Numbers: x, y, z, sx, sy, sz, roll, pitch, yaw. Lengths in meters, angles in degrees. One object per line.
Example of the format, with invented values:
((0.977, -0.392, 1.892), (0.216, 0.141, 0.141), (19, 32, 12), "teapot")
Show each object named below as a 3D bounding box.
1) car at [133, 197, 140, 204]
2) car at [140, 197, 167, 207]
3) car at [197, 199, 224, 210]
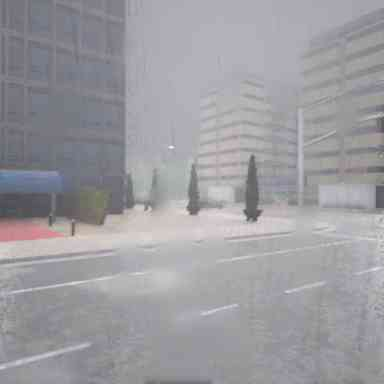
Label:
((-9.608, 1.652, 63.572), (1.837, 1.490, 4.892), (0, -1, -35), "car")
((-5.652, 1.610, 51.648), (2.128, 1.511, 4.902), (0, 0, -35), "car")
((2.416, 1.660, 46.186), (1.812, 1.442, 4.674), (0, 0, -35), "car")
